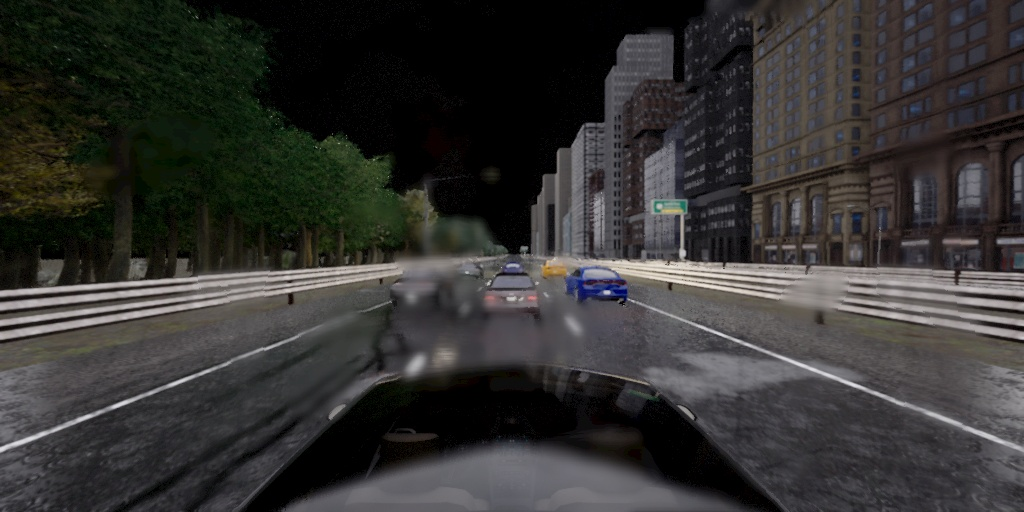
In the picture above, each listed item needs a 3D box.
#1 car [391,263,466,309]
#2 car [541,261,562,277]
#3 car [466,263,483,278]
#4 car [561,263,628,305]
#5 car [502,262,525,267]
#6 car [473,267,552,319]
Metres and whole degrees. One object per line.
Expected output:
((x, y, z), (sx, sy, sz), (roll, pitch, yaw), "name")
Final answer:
((-3.435, 1.212, 14.775), (2.128, 1.511, 4.902), (0, 0, 1), "car")
((3.597, 1.170, 31.049), (1.882, 1.535, 5.008), (0, 0, 0), "car")
((-3.414, 1.260, 29.885), (1.994, 1.385, 4.181), (0, 0, 1), "car")
((3.574, 1.195, 15.883), (1.882, 1.535, 5.008), (0, 0, 0), "car")
((0.093, 1.219, 30.447), (1.812, 1.442, 4.674), (0, 0, 1), "car")
((0.039, 1.272, 12.598), (2.033, 1.411, 5.357), (0, 0, 1), "car")
